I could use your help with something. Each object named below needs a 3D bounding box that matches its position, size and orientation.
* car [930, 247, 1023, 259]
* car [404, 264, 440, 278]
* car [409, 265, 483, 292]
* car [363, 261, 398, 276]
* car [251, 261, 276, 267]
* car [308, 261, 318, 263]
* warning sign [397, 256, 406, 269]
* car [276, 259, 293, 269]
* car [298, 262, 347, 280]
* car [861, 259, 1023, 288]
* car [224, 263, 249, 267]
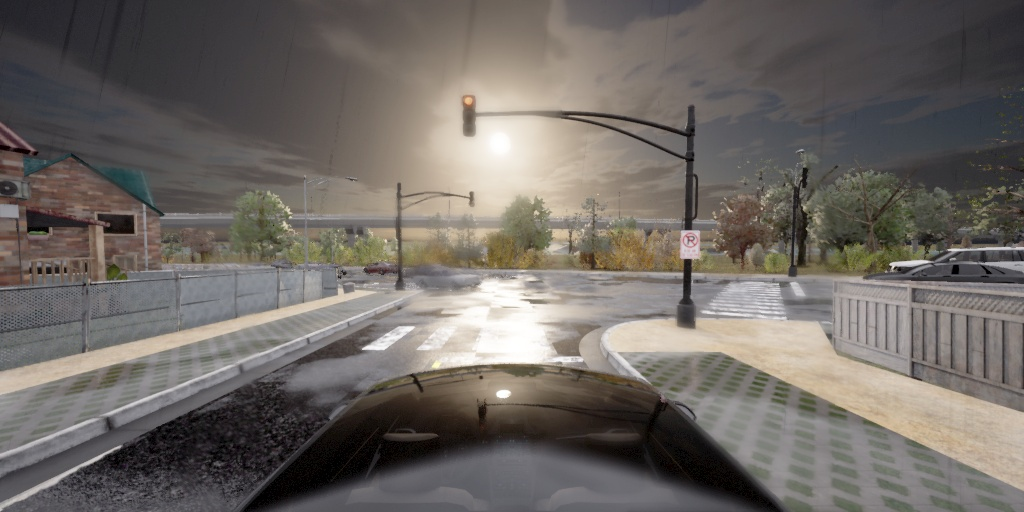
[{"bbox_3d":[21.506,0.611,16.833,5.566,2.045,2.150,0,2,36],"label":"car"},{"bbox_3d":[-6.330,1.364,28.745,5.357,1.411,2.033,0,2,36],"label":"car"},{"bbox_3d":[-4.165,1.495,23.167,4.718,1.301,1.895,-1,2,36],"label":"car"},{"bbox_3d":[-14.040,1.304,38.597,4.674,1.442,1.812,0,2,36],"label":"car"},{"bbox_3d":[-35.001,1.622,49.587,4.181,1.385,1.994,-1,2,36],"label":"car"},{"bbox_3d":[-19.456,1.489,38.258,4.181,1.385,1.994,-1,2,36],"label":"car"},{"bbox_3d":[-14.327,0.719,46.220,1.060,1.860,1.300,0,0,36],"label":"warning sign"},{"bbox_3d":[-34.744,1.450,53.543,4.902,1.511,2.128,0,2,36],"label":"car"},{"bbox_3d":[-17.345,1.567,32.713,4.181,1.385,1.994,0,2,36],"label":"car"},{"bbox_3d":[18.203,1.016,15.226,4.892,1.490,1.837,-1,2,36],"label":"car"},{"bbox_3d":[-36.186,1.688,46.424,4.674,1.442,1.812,-1,2,36],"label":"car"}]
